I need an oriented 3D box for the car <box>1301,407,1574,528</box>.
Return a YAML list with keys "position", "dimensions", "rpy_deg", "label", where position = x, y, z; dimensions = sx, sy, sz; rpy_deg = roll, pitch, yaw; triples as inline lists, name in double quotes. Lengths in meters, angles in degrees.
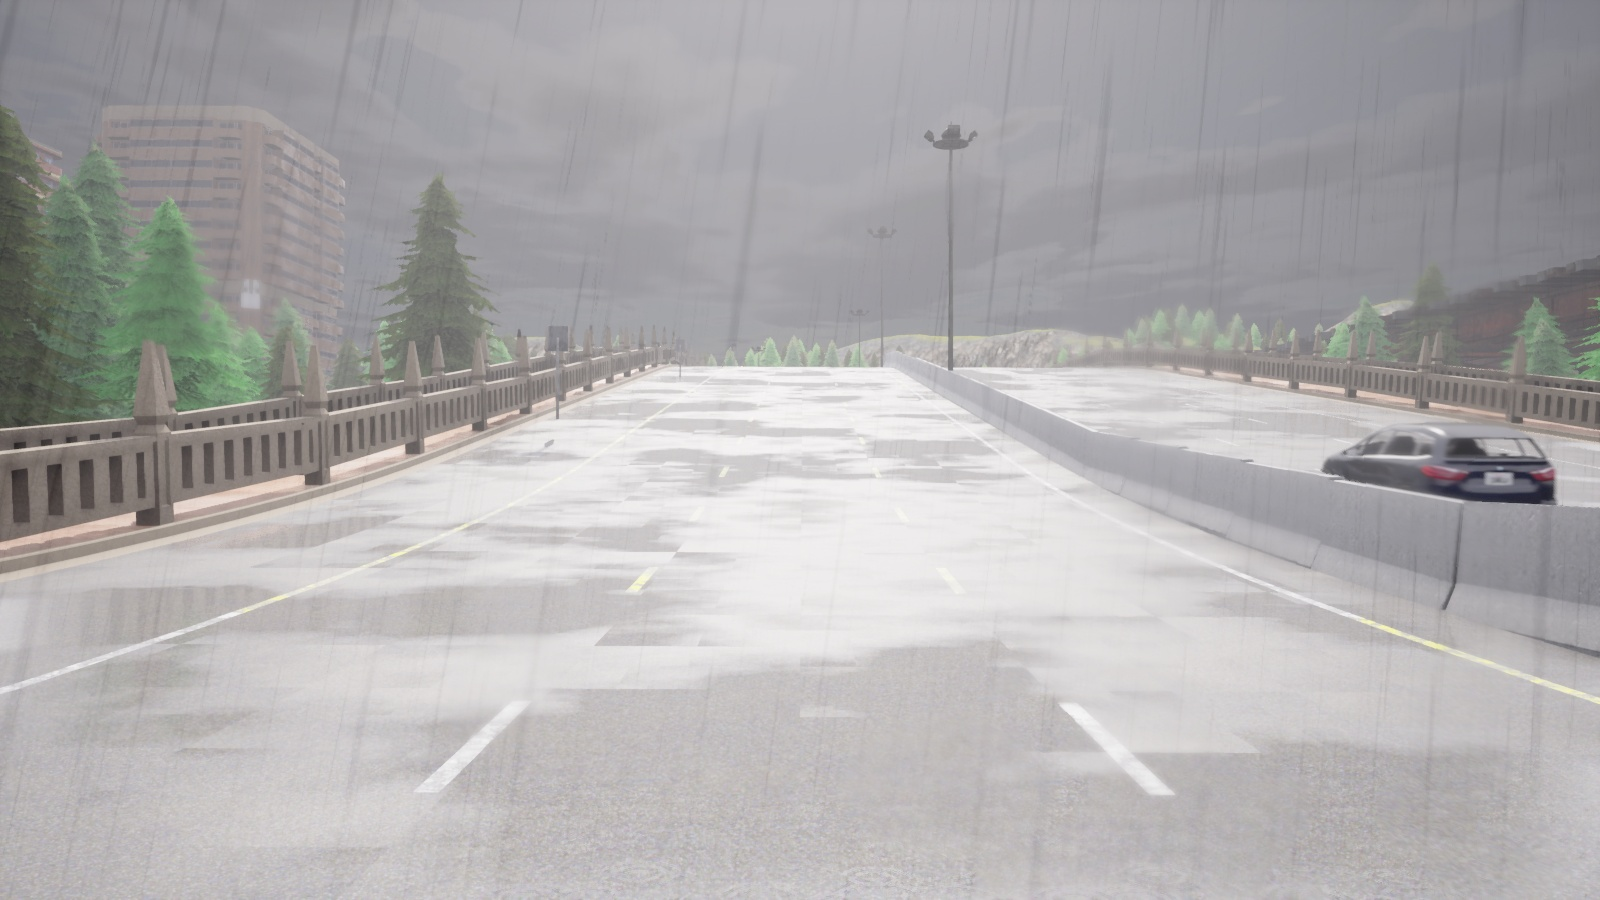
- position: [10.489, 0.187, 21.168]
  dimensions: [2.242, 1.667, 4.611]
  rpy_deg: [0, 4, 0]
  label: "car"
